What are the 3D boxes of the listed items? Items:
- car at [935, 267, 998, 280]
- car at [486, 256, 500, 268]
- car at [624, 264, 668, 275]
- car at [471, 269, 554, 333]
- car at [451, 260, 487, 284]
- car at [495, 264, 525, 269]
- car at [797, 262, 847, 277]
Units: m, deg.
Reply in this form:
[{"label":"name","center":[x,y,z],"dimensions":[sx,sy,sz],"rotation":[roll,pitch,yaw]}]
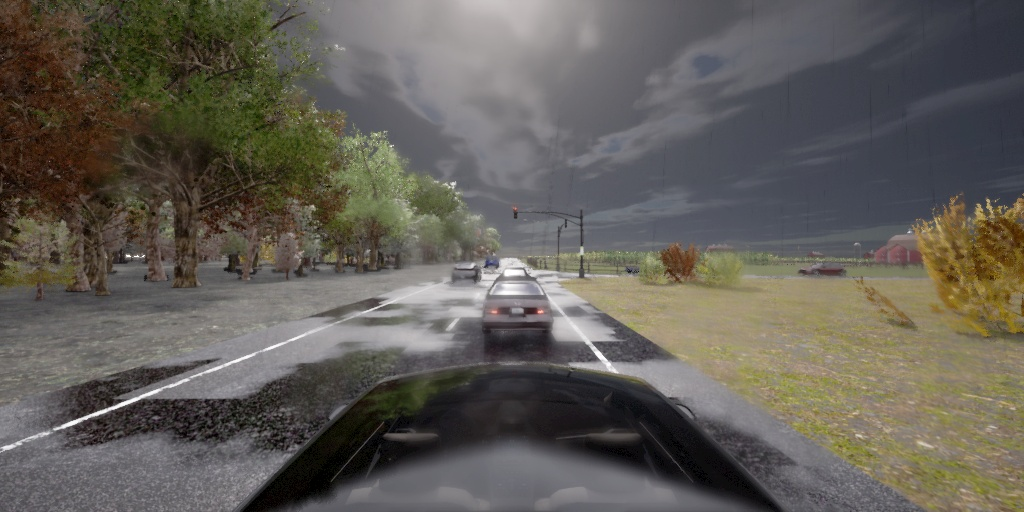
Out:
[{"label":"car","center":[48.670,1.825,38.258],"dimensions":[5.357,1.411,2.033],"rotation":[1,-1,1]},{"label":"car","center":[-3.270,0.978,60.029],"dimensions":[2.150,2.045,5.566],"rotation":[0,0,0]},{"label":"car","center":[15.726,1.581,42.189],"dimensions":[4.718,1.301,1.895],"rotation":[1,-1,2]},{"label":"car","center":[0.121,1.300,10.682],"dimensions":[2.033,1.411,5.357],"rotation":[0,0,0]},{"label":"car","center":[-3.344,1.248,26.986],"dimensions":[2.128,1.511,4.902],"rotation":[0,0,0]},{"label":"car","center":[0.144,1.318,19.922],"dimensions":[1.994,1.385,4.181],"rotation":[0,0,0]},{"label":"car","center":[36.196,1.555,41.949],"dimensions":[4.553,1.767,2.097],"rotation":[1,-1,0]}]
